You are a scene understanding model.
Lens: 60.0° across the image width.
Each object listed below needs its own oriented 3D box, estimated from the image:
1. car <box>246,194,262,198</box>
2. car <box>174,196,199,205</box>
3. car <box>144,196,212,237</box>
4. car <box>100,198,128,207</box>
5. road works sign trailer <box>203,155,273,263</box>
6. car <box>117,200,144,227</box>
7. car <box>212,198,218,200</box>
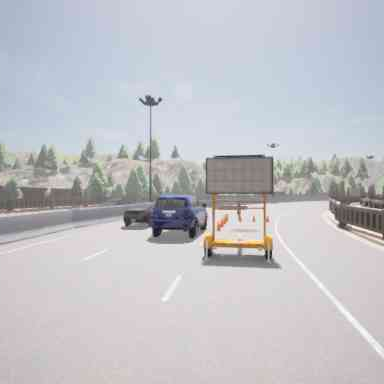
[{"bbox_3d":[13.639,1.327,73.748,2.097,1.767,4.553,-1,0,44],"label":"car"},{"bbox_3d":[-0.954,1.525,61.560,2.128,1.511,4.902,0,0,35],"label":"car"},{"bbox_3d":[-0.542,1.213,18.083,2.150,2.045,5.566,0,-1,11],"label":"car"},{"bbox_3d":[-8.939,1.520,39.296,1.837,1.490,4.892,0,0,22],"label":"car"},{"bbox_3d":[1.716,0.465,12.126,2.380,3.560,2.880,0,0,11],"label":"road works sign trailer"},{"bbox_3d":[-3.032,1.500,22.794,1.837,1.490,4.892,0,0,13],"label":"car"},{"bbox_3d":[3.125,1.602,55.167,1.895,1.301,4.718,0,0,33],"label":"car"}]
